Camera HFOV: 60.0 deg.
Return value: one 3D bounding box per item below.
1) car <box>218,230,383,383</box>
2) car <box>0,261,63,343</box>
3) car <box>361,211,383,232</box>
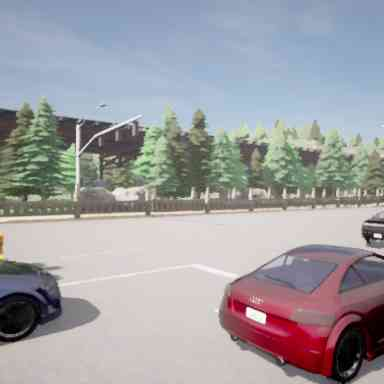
[{"bbox_3d":[2.468,1.586,5.506,4.181,1.385,1.994,0,0,-35],"label":"car"},{"bbox_3d":[-4.221,1.561,5.034,4.181,1.385,1.994,0,0,-35],"label":"car"},{"bbox_3d":[9.448,1.560,14.784,4.902,1.511,2.128,0,0,-35],"label":"car"}]
